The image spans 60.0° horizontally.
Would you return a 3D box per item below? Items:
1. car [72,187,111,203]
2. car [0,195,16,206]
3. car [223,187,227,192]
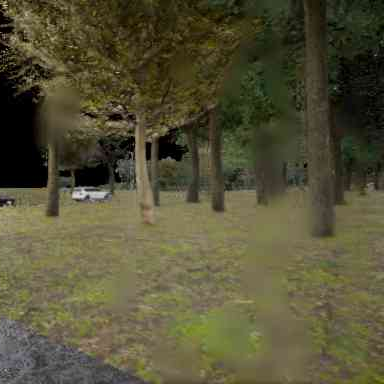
[{"bbox_3d":[-13.911,0.369,46.145,2.150,2.045,5.566,-3,0,34],"label":"car"},{"bbox_3d":[-25.073,1.146,42.213,1.837,1.490,4.892,-3,1,34],"label":"car"},{"bbox_3d":[7.510,-0.743,89.801,1.882,1.535,5.008,-3,1,34],"label":"car"}]
